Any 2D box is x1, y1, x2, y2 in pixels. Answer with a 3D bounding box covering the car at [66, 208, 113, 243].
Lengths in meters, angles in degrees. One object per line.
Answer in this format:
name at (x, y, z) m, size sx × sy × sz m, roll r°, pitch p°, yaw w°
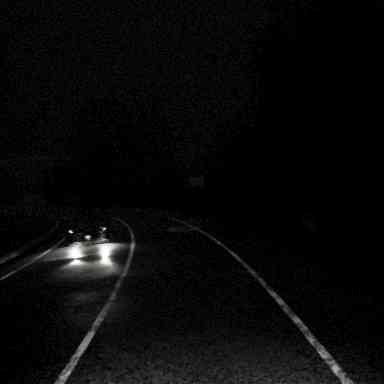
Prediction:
car at (-4.951, 1.507, 16.515) m, size 2.033 × 1.411 × 5.357 m, roll -4°, pitch 1°, yaw -12°
